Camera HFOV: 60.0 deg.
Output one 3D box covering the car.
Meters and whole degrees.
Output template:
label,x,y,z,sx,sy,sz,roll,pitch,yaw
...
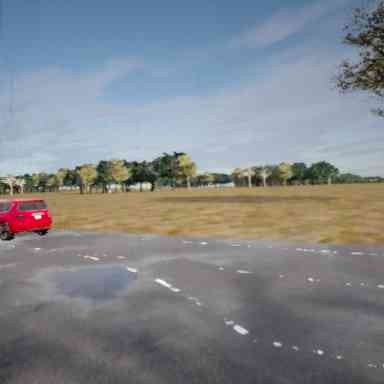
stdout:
label,x,y,z,sx,sy,sz,roll,pitch,yaw
car,-9.884,1.413,17.910,5.566,2.045,2.150,-2,0,32
